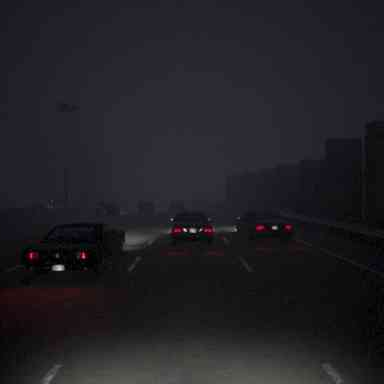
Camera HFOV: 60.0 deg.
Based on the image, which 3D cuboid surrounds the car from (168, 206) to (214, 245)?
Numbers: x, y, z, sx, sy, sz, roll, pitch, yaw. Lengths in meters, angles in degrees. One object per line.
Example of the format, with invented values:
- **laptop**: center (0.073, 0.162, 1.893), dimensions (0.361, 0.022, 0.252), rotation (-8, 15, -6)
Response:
- **car**: center (-0.043, 1.597, 15.719), dimensions (2.033, 1.411, 5.357), rotation (0, 0, -2)

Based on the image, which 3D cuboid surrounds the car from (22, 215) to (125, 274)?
- **car**: center (-3.420, 1.644, 10.664), dimensions (1.895, 1.301, 4.718), rotation (0, 0, -1)

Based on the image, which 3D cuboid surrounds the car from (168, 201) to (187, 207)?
- **car**: center (-1.847, 1.730, 39.856), dimensions (1.895, 1.301, 4.718), rotation (0, 0, -9)

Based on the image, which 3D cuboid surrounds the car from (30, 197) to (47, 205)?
- **car**: center (-29.251, 1.758, 64.166), dimensions (1.882, 1.535, 5.008), rotation (0, 0, -17)

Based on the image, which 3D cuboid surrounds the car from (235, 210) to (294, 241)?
- **car**: center (3.462, 1.591, 16.787), dimensions (2.033, 1.411, 5.357), rotation (0, 0, -2)

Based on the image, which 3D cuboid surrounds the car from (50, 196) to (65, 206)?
- **car**: center (-24.617, 1.617, 61.015), dimensions (2.097, 1.767, 4.553), rotation (0, 0, -16)

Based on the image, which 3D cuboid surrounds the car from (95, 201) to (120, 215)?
- **car**: center (-8.090, 1.614, 32.046), dimensions (2.128, 1.511, 4.902), rotation (0, 0, -7)

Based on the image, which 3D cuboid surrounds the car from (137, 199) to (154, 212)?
- **car**: center (-5.754, 1.636, 41.204), dimensions (2.128, 1.511, 4.902), rotation (0, 0, -9)

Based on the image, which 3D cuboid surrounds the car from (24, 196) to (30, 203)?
- **car**: center (-38.024, 1.828, 77.752), dimensions (1.837, 1.490, 4.892), rotation (0, 0, -23)
